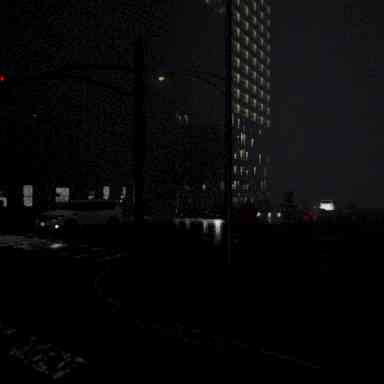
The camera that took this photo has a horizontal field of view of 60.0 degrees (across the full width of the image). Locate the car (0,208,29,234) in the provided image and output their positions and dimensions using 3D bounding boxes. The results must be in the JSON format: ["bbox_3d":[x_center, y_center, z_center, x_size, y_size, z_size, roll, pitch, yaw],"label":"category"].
[{"bbox_3d":[-10.567,1.762,21.177,1.812,1.442,4.674,0,-1,36],"label":"car"}]

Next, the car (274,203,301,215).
[{"bbox_3d":[13.613,2.399,46.087,2.033,1.411,5.357,0,-1,33],"label":"car"}]

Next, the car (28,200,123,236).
[{"bbox_3d":[-6.776,1.493,20.750,2.150,2.045,5.566,0,-1,33],"label":"car"}]

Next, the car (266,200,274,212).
[{"bbox_3d":[13.707,2.490,52.310,1.837,1.490,4.892,0,-1,33],"label":"car"}]

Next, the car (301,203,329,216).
[{"bbox_3d":[16.480,2.460,44.531,1.895,1.301,4.718,0,-1,33],"label":"car"}]

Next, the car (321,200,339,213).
[{"bbox_3d":[21.898,2.258,53.015,2.150,2.045,5.566,0,-1,33],"label":"car"}]

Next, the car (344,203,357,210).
[{"bbox_3d":[31.464,2.841,65.744,1.812,1.442,4.674,0,-1,33],"label":"car"}]

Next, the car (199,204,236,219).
[{"bbox_3d":[3.141,2.102,36.113,1.837,1.490,4.892,0,-1,33],"label":"car"}]

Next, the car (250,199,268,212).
[{"bbox_3d":[10.962,2.220,54.050,2.150,2.045,5.566,0,-1,33],"label":"car"}]

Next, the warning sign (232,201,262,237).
[{"bbox_3d":[3.092,1.457,18.582,1.300,1.860,1.060,1,1,33],"label":"warning sign"}]

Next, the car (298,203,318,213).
[{"bbox_3d":[19.148,2.581,54.749,2.033,1.411,5.357,0,-1,33],"label":"car"}]

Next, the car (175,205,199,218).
[{"bbox_3d":[0.098,2.185,37.395,1.895,1.301,4.718,0,-1,33],"label":"car"}]
